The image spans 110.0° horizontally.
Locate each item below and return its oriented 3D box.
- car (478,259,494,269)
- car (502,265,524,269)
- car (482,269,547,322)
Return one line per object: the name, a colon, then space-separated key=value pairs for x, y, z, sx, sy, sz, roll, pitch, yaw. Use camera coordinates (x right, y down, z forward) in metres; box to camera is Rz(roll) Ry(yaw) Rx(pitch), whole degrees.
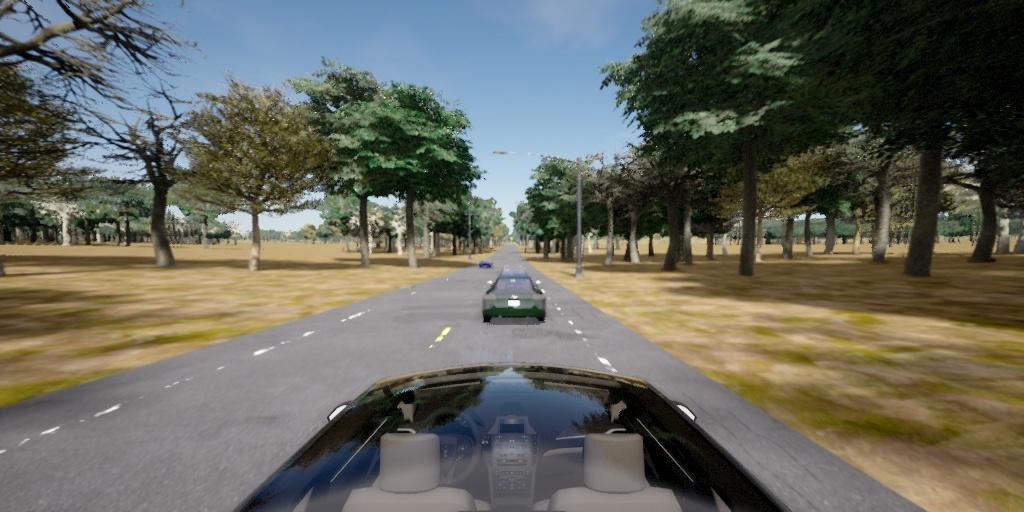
car: x=-3.564 y=1.097 z=49.175 sx=1.895 sy=1.301 sz=4.718 roll=0 pitch=1 yaw=0
car: x=0.072 y=1.289 z=26.094 sx=1.895 sy=1.301 sz=4.718 roll=0 pitch=0 yaw=0
car: x=0.073 y=1.311 z=12.268 sx=1.994 sy=1.385 sz=4.181 roll=0 pitch=0 yaw=0
